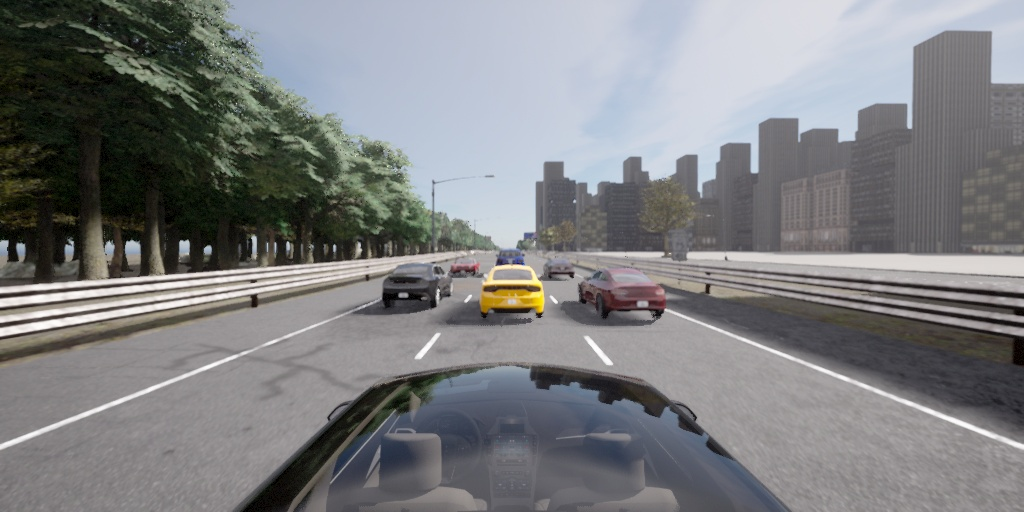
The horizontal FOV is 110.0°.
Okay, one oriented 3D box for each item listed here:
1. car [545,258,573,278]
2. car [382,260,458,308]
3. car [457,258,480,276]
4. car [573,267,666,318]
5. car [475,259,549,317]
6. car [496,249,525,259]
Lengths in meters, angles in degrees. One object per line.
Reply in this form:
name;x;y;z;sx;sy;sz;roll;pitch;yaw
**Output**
car;3.374;0.820;26.479;2.033;1.411;5.357;0;1;0
car;-3.492;1.036;13.952;1.837;1.490;4.892;0;0;0
car;-3.639;0.821;28.738;1.895;1.301;4.718;0;1;0
car;3.508;1.098;12.067;1.812;1.442;4.674;0;1;-1
car;0.009;1.045;12.342;1.882;1.535;5.008;0;1;0
car;-0.142;0.436;29.062;2.150;2.045;5.566;0;2;0
